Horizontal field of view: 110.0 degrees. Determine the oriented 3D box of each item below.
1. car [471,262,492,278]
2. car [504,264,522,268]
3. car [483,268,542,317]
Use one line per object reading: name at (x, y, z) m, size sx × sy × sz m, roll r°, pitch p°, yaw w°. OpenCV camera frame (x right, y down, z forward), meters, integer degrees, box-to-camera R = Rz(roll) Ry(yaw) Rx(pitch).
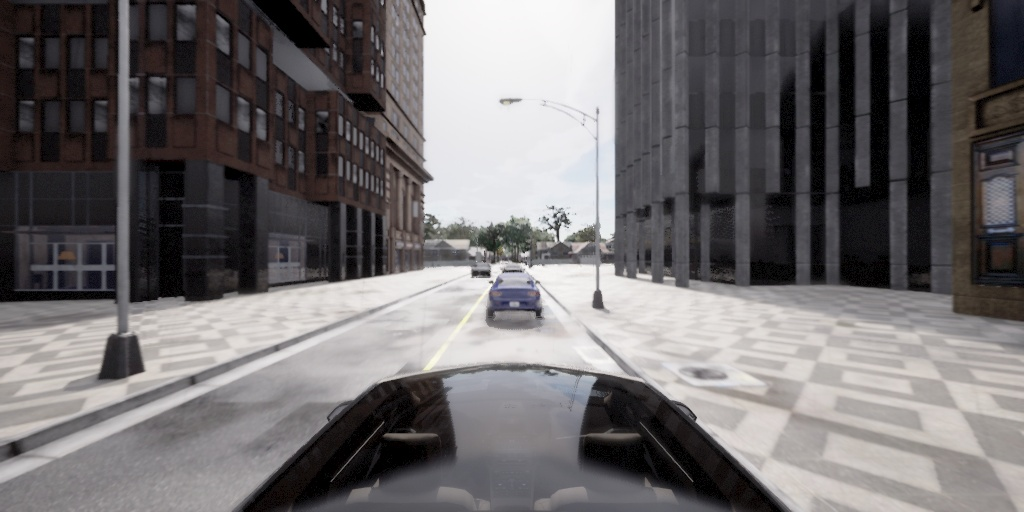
car at (-3.102, 1.403, 37.151) m, size 1.882 × 1.535 × 5.008 m, roll 0°, pitch 0°, yaw 0°
car at (0.087, 1.390, 29.523) m, size 1.837 × 1.490 × 4.892 m, roll 0°, pitch 0°, yaw 0°
car at (0.089, 1.332, 13.287) m, size 1.812 × 1.442 × 4.674 m, roll 0°, pitch 0°, yaw 0°
